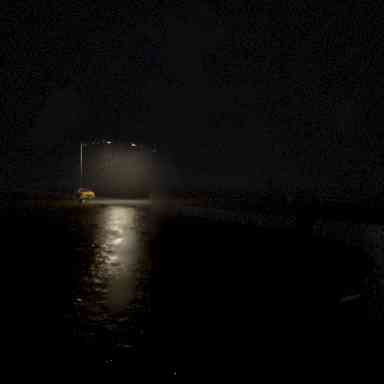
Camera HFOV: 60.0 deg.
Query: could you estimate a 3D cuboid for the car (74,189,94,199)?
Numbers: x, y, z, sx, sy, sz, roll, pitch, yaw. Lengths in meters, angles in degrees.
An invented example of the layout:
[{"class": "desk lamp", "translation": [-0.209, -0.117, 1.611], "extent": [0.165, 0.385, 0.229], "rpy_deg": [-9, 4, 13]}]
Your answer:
[{"class": "car", "translation": [-16.640, 0.246, 51.337], "extent": [1.882, 1.535, 5.008], "rpy_deg": [-1, 2, -35]}]
